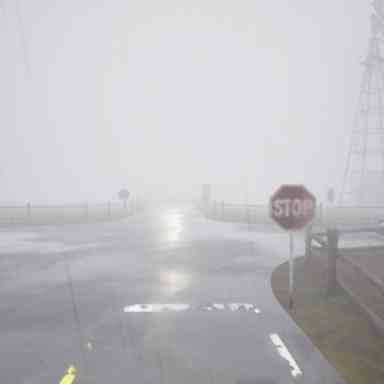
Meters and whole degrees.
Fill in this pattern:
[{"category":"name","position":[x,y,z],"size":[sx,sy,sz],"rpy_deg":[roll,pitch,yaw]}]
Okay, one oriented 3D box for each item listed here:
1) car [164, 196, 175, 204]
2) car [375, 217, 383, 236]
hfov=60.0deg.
[{"category":"car","position":[-4.549,1.495,66.946],"size":[2.097,1.767,4.553],"rpy_deg":[0,-1,-2]},{"category":"car","position":[10.887,1.494,15.449],"size":[4.181,1.385,1.994],"rpy_deg":[0,1,-2]}]
